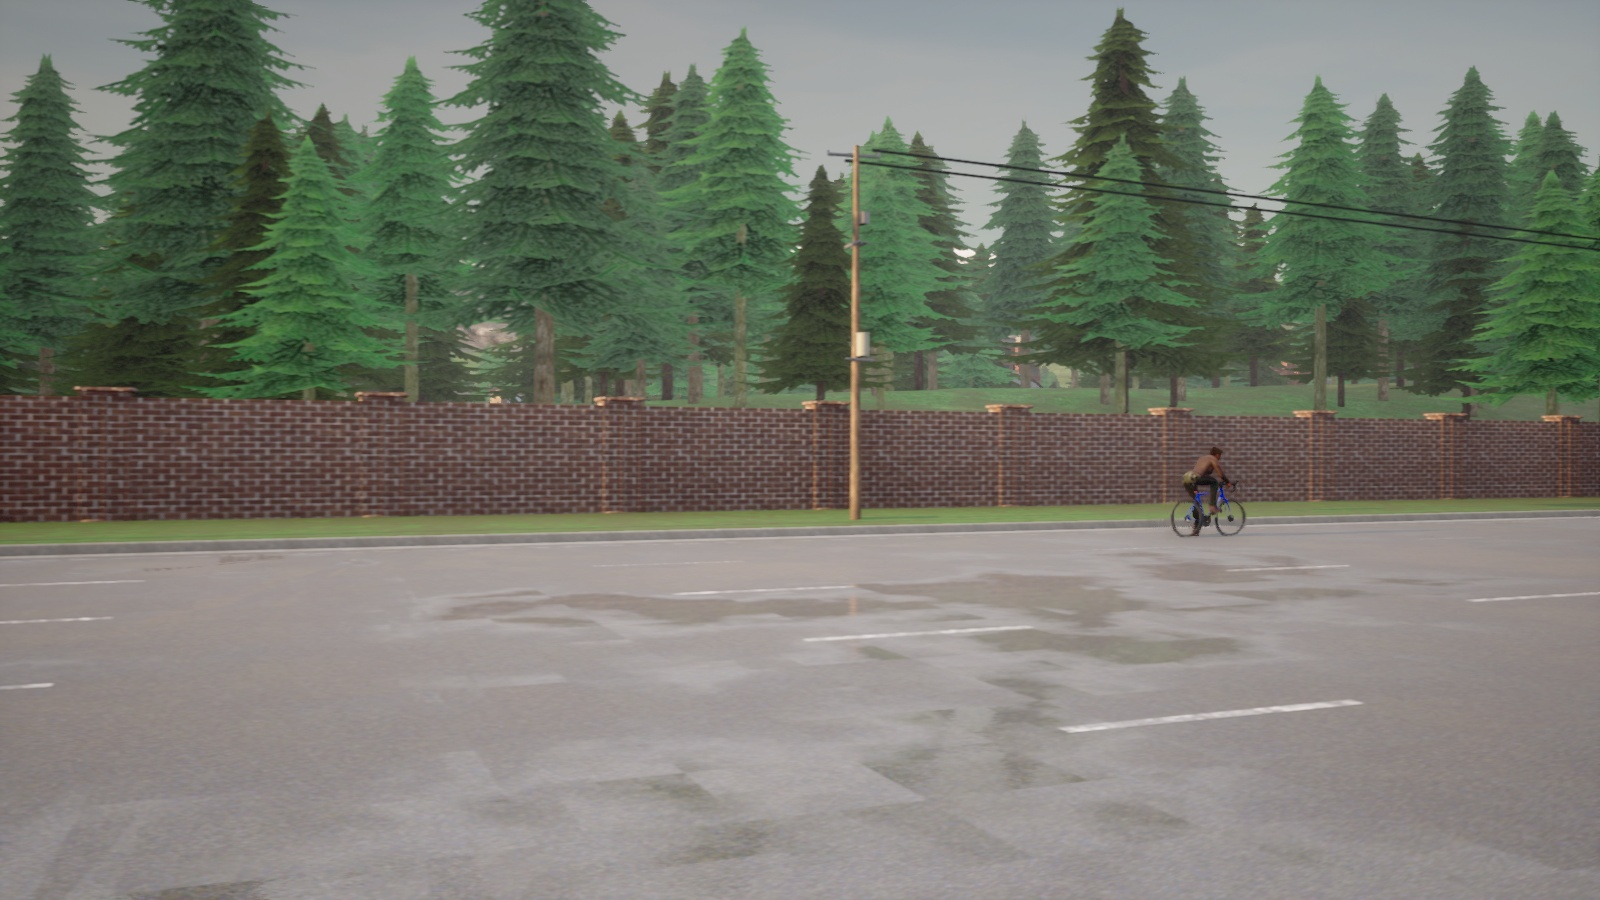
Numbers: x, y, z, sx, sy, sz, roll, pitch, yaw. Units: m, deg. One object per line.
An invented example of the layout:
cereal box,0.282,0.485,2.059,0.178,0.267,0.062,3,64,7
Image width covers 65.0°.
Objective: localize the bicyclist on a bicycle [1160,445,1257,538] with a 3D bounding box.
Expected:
bicyclist on a bicycle,7.291,0.734,22.410,1.656,1.620,0.582,0,0,-22
